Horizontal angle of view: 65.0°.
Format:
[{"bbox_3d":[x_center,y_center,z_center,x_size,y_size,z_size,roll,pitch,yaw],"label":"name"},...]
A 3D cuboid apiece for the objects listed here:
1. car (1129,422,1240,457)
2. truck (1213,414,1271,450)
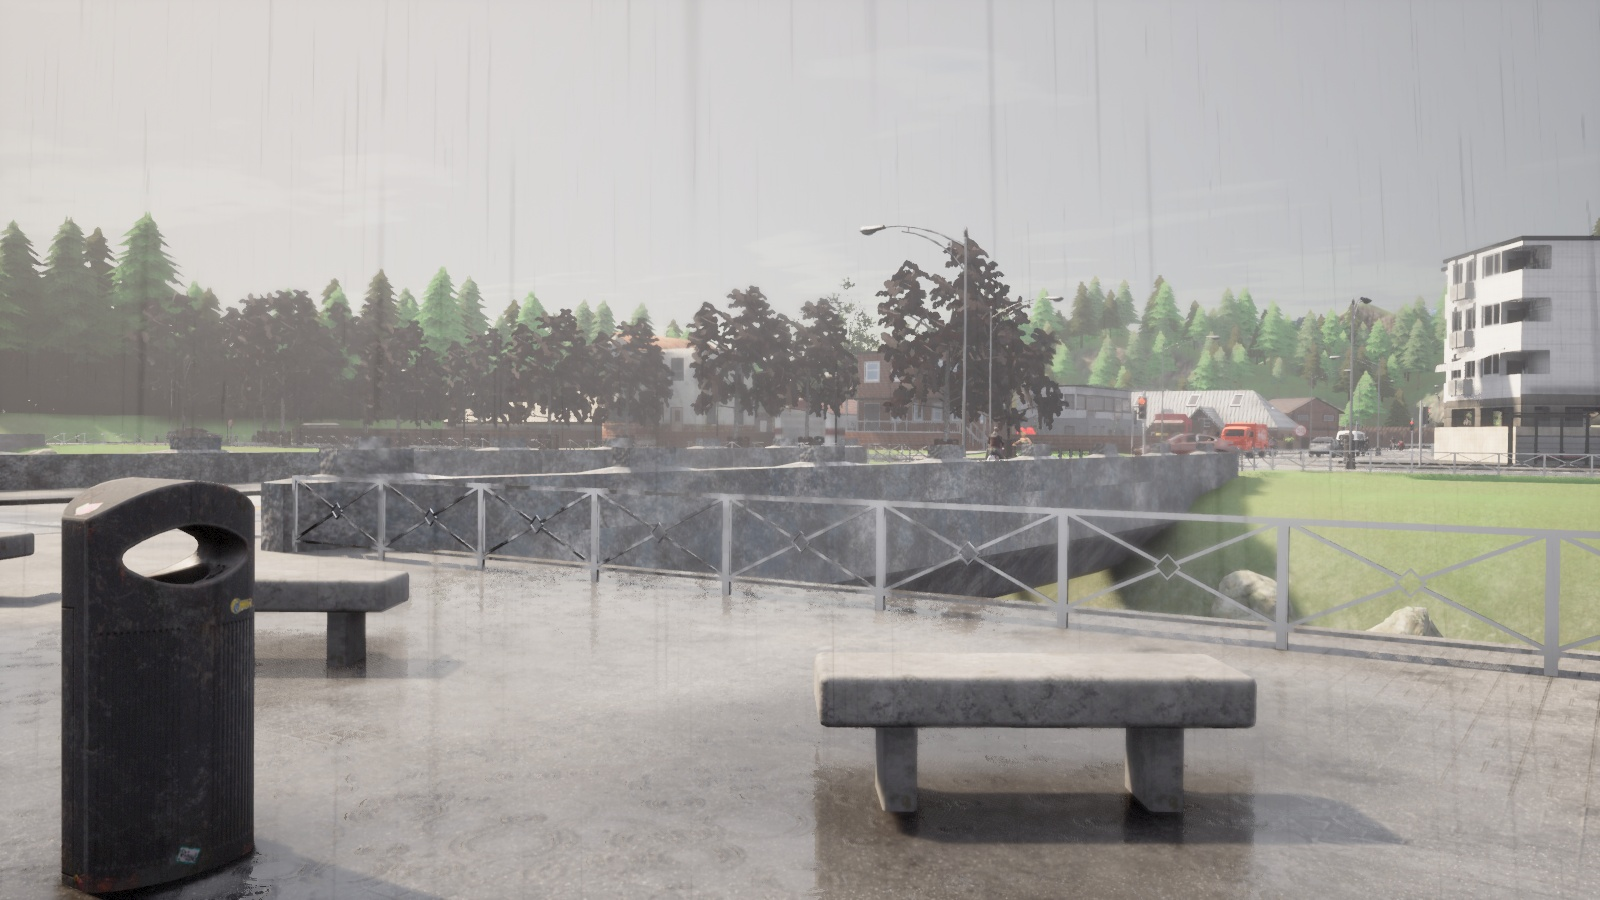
[{"bbox_3d":[19.269,-0.527,63.158,5.027,1.651,2.152,0,1,7],"label":"car"},{"bbox_3d":[31.226,-1.248,88.597,2.627,2.467,5.204,0,1,34],"label":"truck"}]
